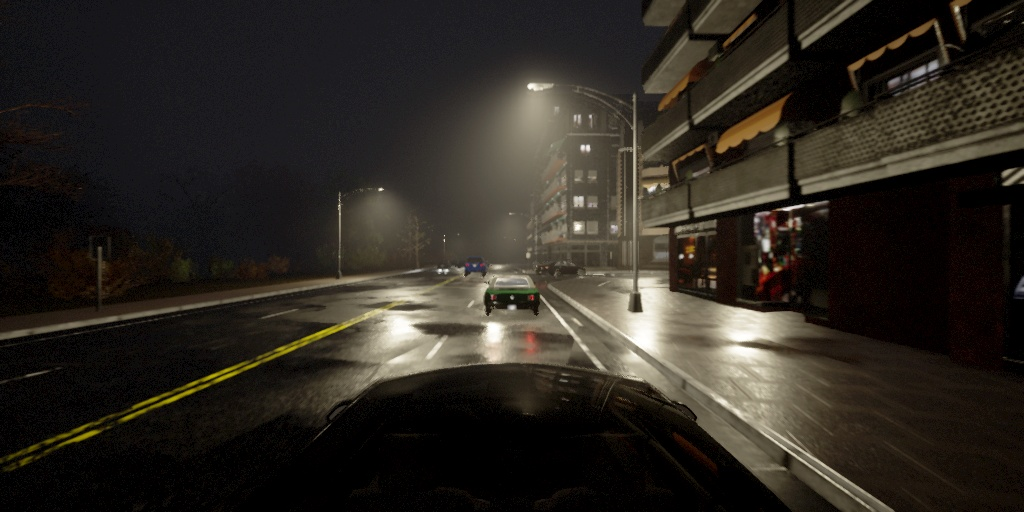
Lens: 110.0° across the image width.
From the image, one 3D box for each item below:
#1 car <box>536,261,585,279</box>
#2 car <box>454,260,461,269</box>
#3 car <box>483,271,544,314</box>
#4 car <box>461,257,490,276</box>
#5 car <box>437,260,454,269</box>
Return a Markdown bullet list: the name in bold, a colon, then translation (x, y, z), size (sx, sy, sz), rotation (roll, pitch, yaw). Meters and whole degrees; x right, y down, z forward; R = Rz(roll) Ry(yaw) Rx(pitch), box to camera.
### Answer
- **car**: translation (4.314, 1.156, 31.300), size (4.902, 1.511, 2.128), rotation (-1, -1, -37)
- **car**: translation (-8.297, 1.550, 61.337), size (1.994, 1.385, 4.181), rotation (0, 0, -2)
- **car**: translation (-0.016, 1.391, 13.871), size (1.895, 1.301, 4.718), rotation (0, 0, -1)
- **car**: translation (-3.873, 1.109, 38.889), size (2.150, 2.045, 5.566), rotation (0, 0, -2)
- **car**: translation (-11.551, 1.482, 61.320), size (2.128, 1.511, 4.902), rotation (0, 0, -2)
